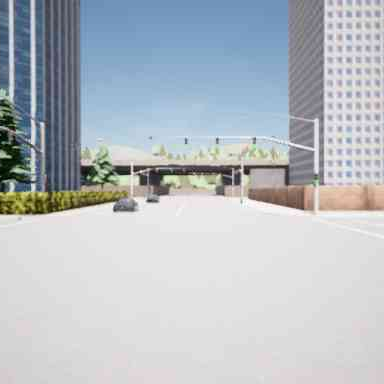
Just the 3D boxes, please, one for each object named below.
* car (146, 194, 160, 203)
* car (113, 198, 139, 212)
[{"bbox_3d":[-6.309,1.106,54.619,2.033,1.411,5.357,0,0,1],"label":"car"},{"bbox_3d":[-6.649,1.297,33.668,1.994,1.385,4.181,0,1,1],"label":"car"}]
